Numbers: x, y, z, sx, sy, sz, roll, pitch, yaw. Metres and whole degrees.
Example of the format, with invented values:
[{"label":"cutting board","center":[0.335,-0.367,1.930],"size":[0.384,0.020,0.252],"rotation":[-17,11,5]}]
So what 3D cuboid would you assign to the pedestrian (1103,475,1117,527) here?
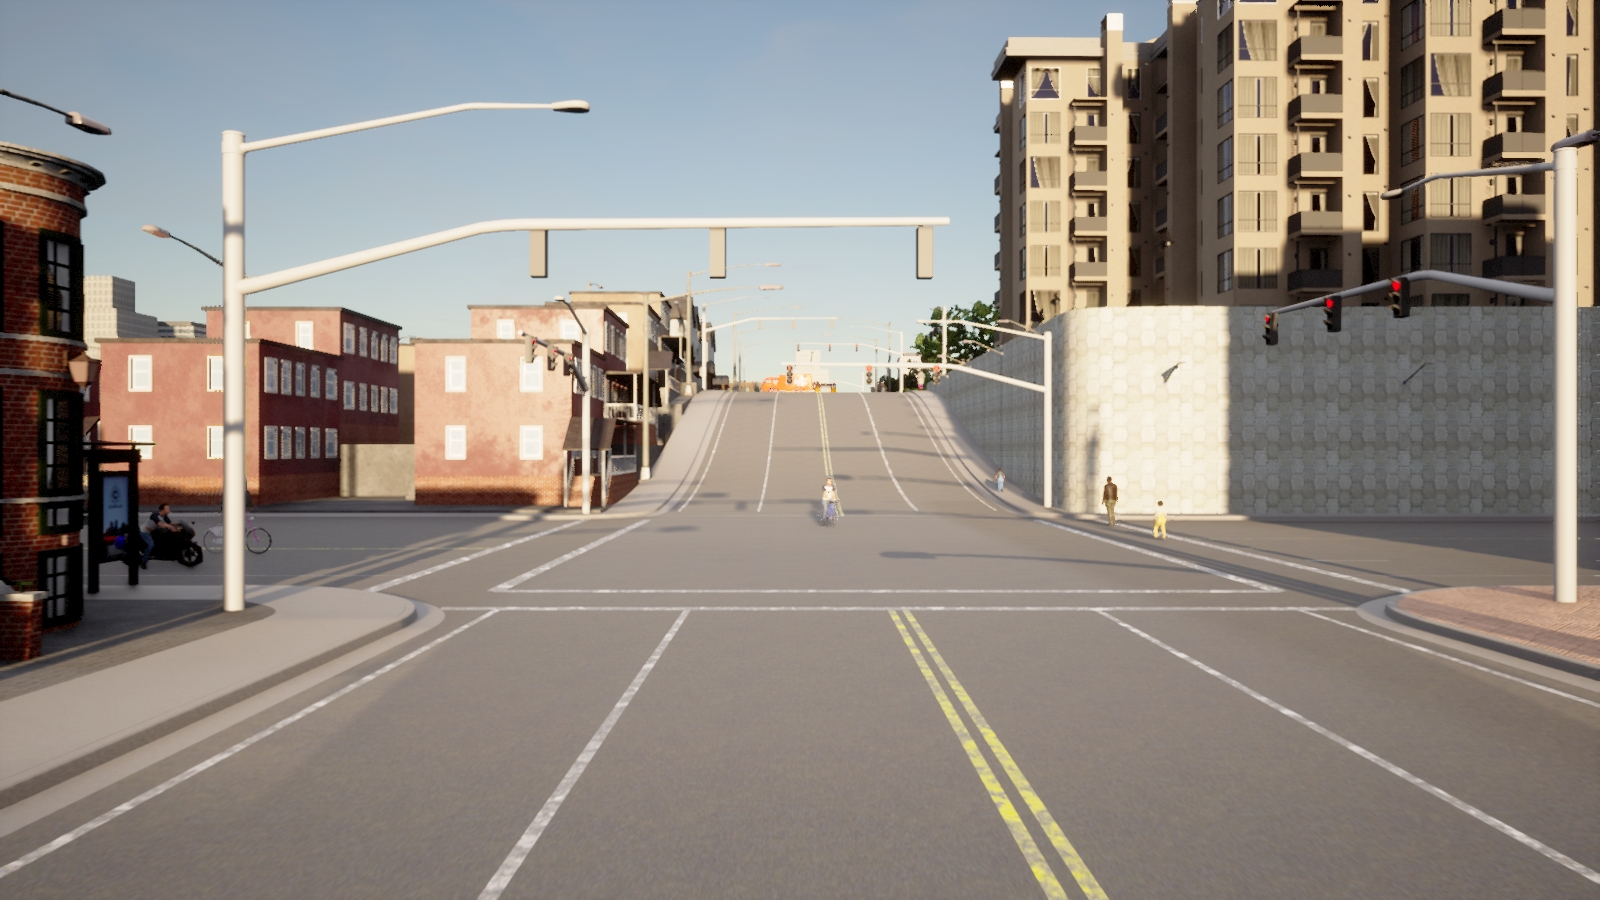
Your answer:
[{"label":"pedestrian","center":[11.276,1.848,41.515],"size":[0.375,1.860,0.375],"rotation":[0,0,-5]}]

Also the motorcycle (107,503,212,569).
[{"label":"motorcycle","center":[-15.189,2.033,27.130],"size":[2.033,1.505,0.803],"rotation":[0,0,0]}]

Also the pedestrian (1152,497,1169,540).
[{"label":"pedestrian","center":[11.164,2.128,35.384],"size":[0.375,1.300,0.375],"rotation":[0,0,-5]}]

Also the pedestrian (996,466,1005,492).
[{"label":"pedestrian","center":[10.009,1.447,56.939],"size":[0.375,1.300,0.375],"rotation":[0,0,1]}]

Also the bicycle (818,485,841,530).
[{"label":"bicycle","center":[1.045,2.044,41.050],"size":[0.373,1.521,1.643],"rotation":[1,0,-14]}]

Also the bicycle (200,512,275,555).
[{"label":"bicycle","center":[-15.073,2.233,30.635],"size":[1.835,1.126,0.329],"rotation":[0,0,0]}]
